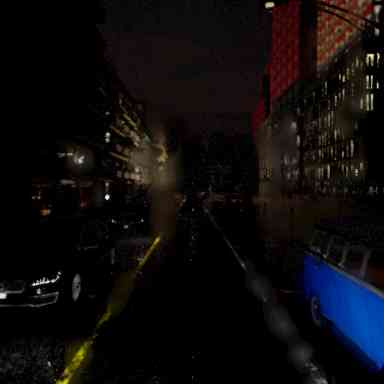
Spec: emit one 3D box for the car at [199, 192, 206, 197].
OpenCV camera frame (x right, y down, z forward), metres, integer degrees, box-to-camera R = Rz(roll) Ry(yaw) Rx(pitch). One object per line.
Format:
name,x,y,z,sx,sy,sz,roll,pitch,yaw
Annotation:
car,2.664,0.717,87.044,1.802,1.307,4.206,0,0,0

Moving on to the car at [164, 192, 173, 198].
car,-5.715,0.711,81.346,1.752,1.417,4.829,0,1,0

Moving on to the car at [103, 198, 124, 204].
car,-5.700,1.322,20.725,1.887,1.381,4.507,0,1,0

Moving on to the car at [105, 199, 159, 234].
car,-3.075,1.332,17.945,1.812,1.442,4.674,0,1,0

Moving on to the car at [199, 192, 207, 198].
car,2.666,0.766,81.518,1.802,1.307,4.206,0,1,0

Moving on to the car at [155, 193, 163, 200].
car,-5.706,1.023,48.187,1.752,1.417,4.829,0,1,0

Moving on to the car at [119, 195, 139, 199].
car,-5.702,1.160,26.251,1.967,1.590,4.097,0,1,0

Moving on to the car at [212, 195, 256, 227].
car,2.680,1.092,20.724,2.192,1.841,5.009,0,1,0

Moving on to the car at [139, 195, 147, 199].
car,-5.702,1.245,31.779,1.802,1.307,4.206,0,1,0

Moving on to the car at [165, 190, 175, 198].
car,-5.717,0.450,87.040,2.192,1.841,5.009,0,1,0

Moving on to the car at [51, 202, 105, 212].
car,-5.698,1.385,15.199,2.008,1.369,4.403,0,1,0

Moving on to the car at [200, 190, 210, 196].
car,2.341,0.917,56.882,1.837,1.490,4.892,0,1,0

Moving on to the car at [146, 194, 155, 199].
car,-5.704,1.047,37.304,1.967,1.590,4.097,0,1,0

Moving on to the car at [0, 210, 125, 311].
car,-3.096,1.418,7.849,1.837,1.490,4.892,0,1,0

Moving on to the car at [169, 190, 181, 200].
car,-3.032,0.854,65.220,1.812,1.442,4.674,0,1,1

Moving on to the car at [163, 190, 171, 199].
car,-5.712,0.830,70.463,1.887,1.381,4.507,0,1,0

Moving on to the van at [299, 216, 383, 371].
van,2.684,1.294,4.146,1.690,1.788,3.998,0,1,0

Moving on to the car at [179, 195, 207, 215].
car,0.079,1.216,29.112,1.812,1.442,4.674,0,0,0

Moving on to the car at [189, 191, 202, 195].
car,0.042,1.050,43.554,1.837,1.490,4.892,0,1,0

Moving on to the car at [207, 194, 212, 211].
car,2.678,1.208,31.780,1.887,1.381,4.507,0,1,0
